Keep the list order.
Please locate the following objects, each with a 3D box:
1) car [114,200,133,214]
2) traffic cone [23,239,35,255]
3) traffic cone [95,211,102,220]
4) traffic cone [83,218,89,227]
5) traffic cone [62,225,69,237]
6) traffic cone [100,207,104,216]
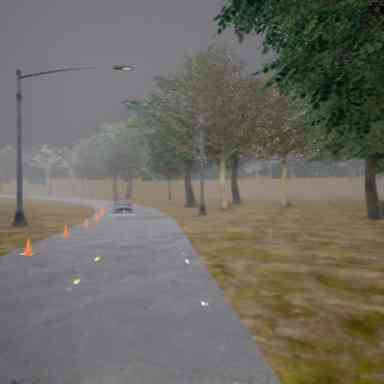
[{"bbox_3d":[-7.483,1.531,36.049,2.033,1.411,5.357,-1,1,-14],"label":"car"},{"bbox_3d":[-6.050,2.021,12.313,0.340,0.580,0.340,0,0,-6],"label":"traffic cone"},{"bbox_3d":[-7.742,2.009,27.066,0.340,0.580,0.340,-1,0,-9],"label":"traffic cone"},{"bbox_3d":[-7.076,2.020,22.242,0.340,0.580,0.340,0,0,-6],"label":"traffic cone"},{"bbox_3d":[-6.563,2.025,17.291,0.340,0.580,0.340,0,0,-6],"label":"traffic cone"},{"bbox_3d":[-8.645,1.989,31.850,0.340,0.580,0.340,-1,0,-12],"label":"traffic cone"}]
